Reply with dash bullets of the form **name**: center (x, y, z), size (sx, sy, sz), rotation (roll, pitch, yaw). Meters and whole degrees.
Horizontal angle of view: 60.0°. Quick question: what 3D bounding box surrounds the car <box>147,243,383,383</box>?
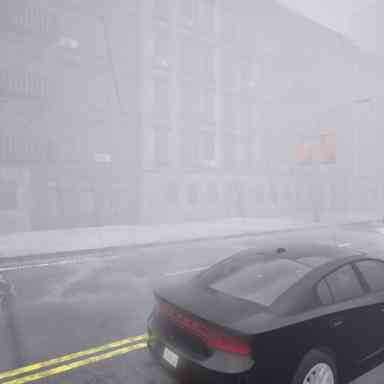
- **car**: center (1.815, 1.477, 4.720), size (5.008, 1.535, 1.882), rotation (0, 0, -35)
